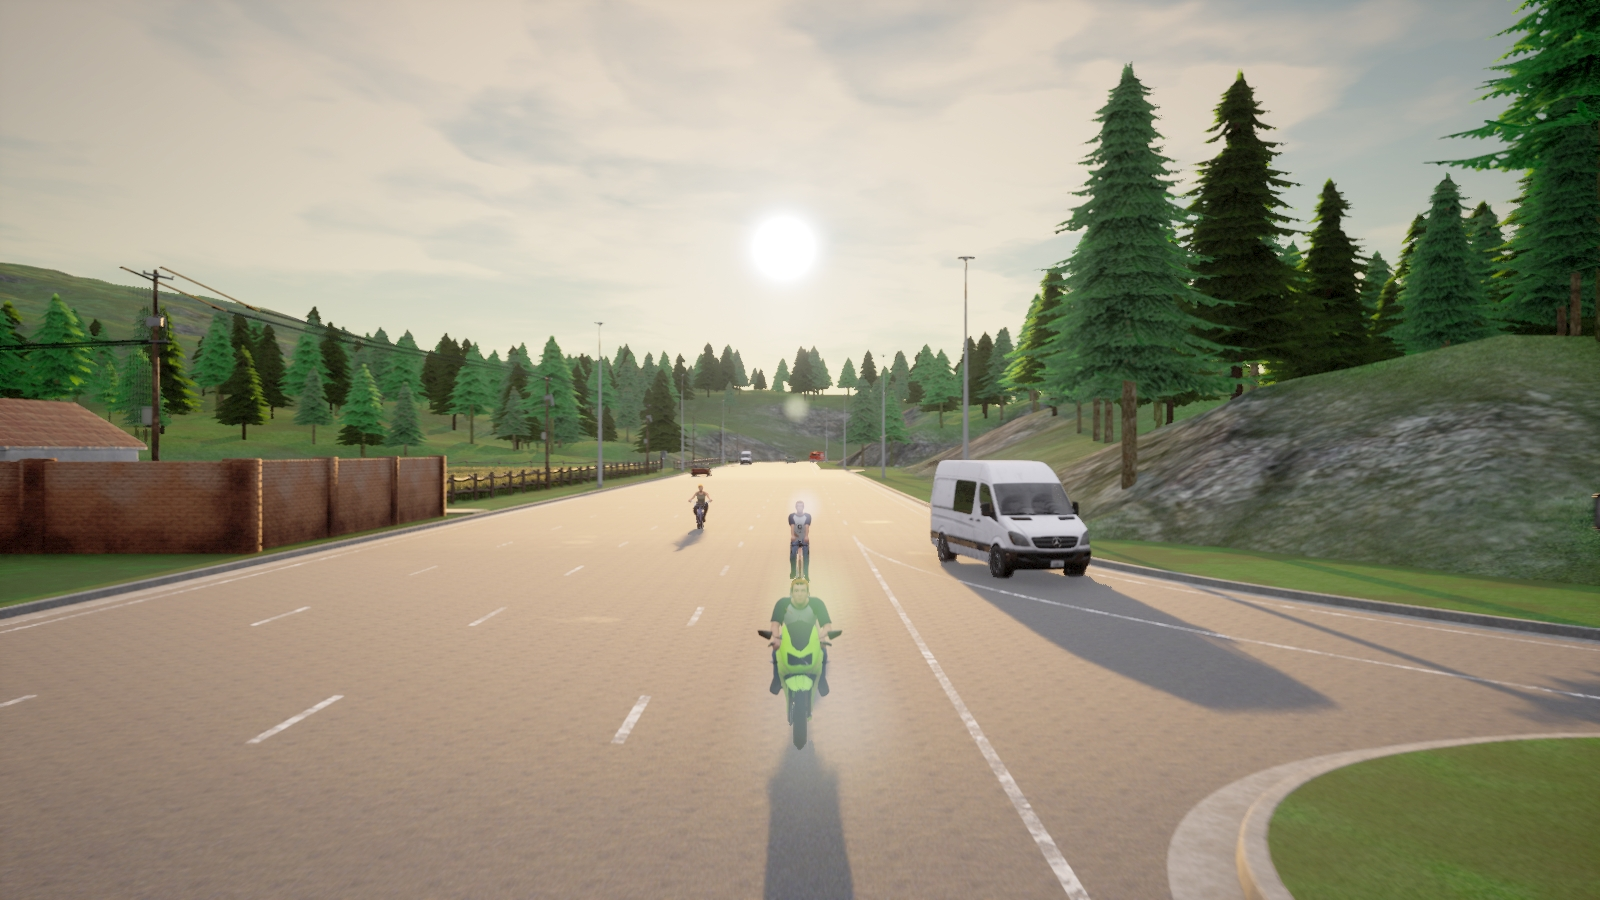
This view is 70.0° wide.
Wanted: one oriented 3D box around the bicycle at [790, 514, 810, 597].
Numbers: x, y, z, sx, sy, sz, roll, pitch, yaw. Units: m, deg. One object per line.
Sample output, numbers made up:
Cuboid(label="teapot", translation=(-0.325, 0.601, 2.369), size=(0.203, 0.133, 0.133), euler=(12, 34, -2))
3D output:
Cuboid(label="bicycle", translation=(-0.001, 2.056, 22.552), size=(0.373, 1.496, 1.643), euler=(0, 0, 0))

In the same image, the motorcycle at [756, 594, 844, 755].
Cuboid(label="motorcycle", translation=(-0.001, 2.185, 11.474), size=(0.803, 1.199, 2.033), euler=(0, 0, 0))

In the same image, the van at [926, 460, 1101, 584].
Cuboid(label="van", translation=(4.851, 1.534, 27.028), size=(1.988, 2.561, 5.915), euler=(0, 0, -11))

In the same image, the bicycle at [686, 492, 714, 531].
Cuboid(label="bicycle", translation=(-3.504, 2.158, 40.274), size=(0.859, 1.277, 1.487), euler=(0, 0, 0))
